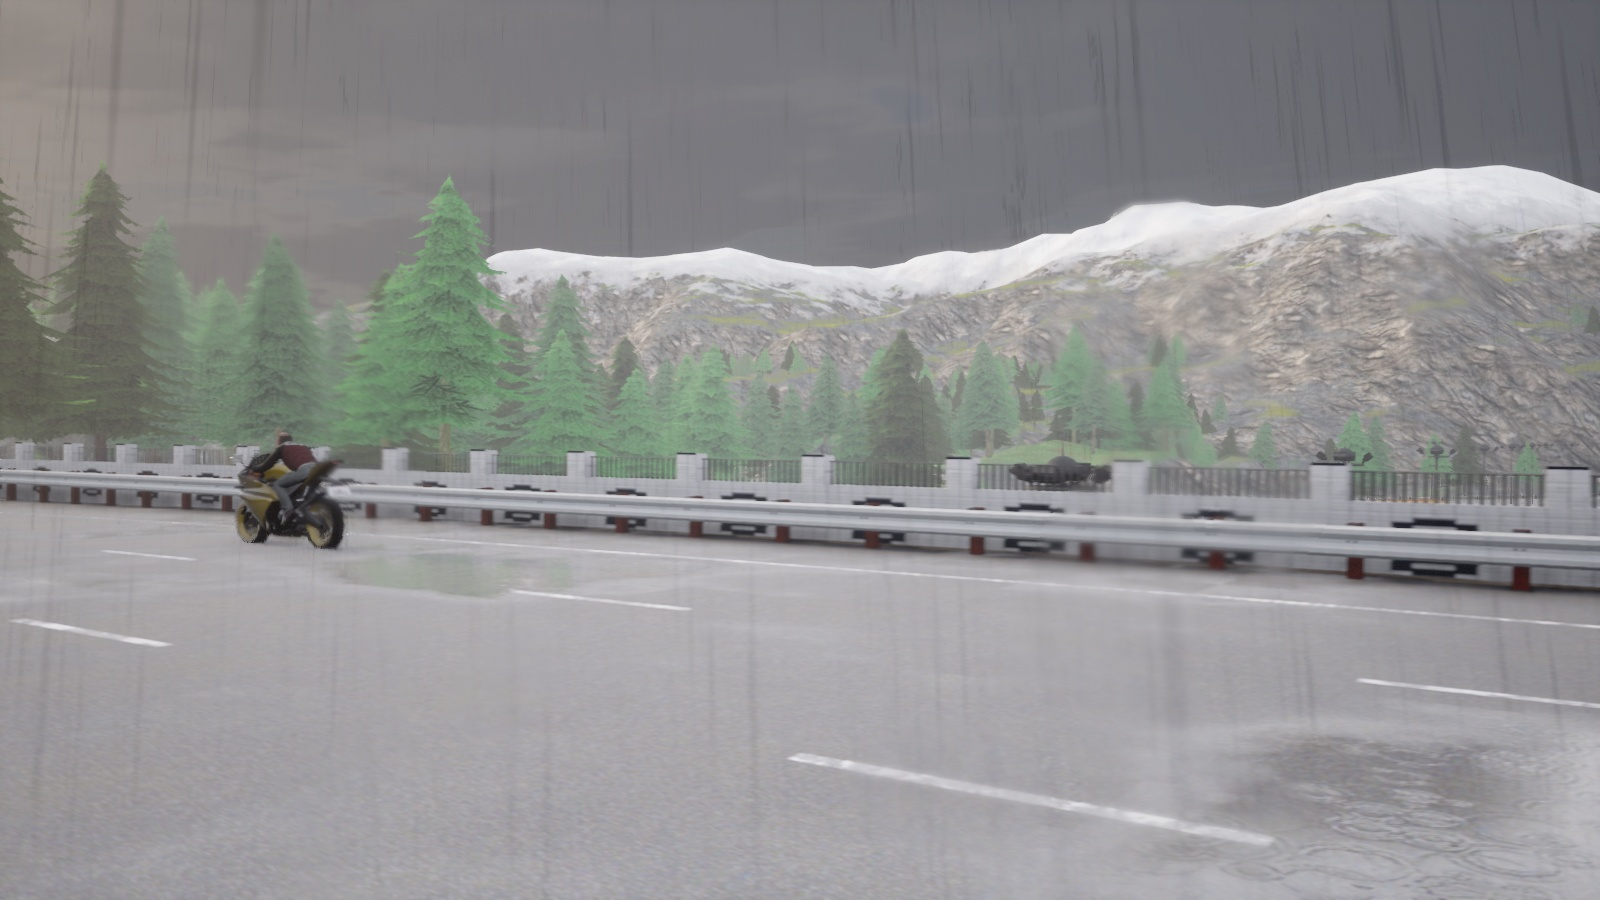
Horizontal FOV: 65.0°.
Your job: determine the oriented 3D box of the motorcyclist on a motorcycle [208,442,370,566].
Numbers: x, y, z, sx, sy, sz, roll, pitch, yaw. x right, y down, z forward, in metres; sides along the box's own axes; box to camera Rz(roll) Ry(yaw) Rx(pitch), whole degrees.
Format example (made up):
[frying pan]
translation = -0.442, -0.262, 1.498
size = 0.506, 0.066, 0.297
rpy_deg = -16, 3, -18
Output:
[motorcyclist on a motorcycle]
translation = -6.726, 0.672, 16.497
size = 2.191, 1.530, 0.866
rpy_deg = -1, 1, 34
